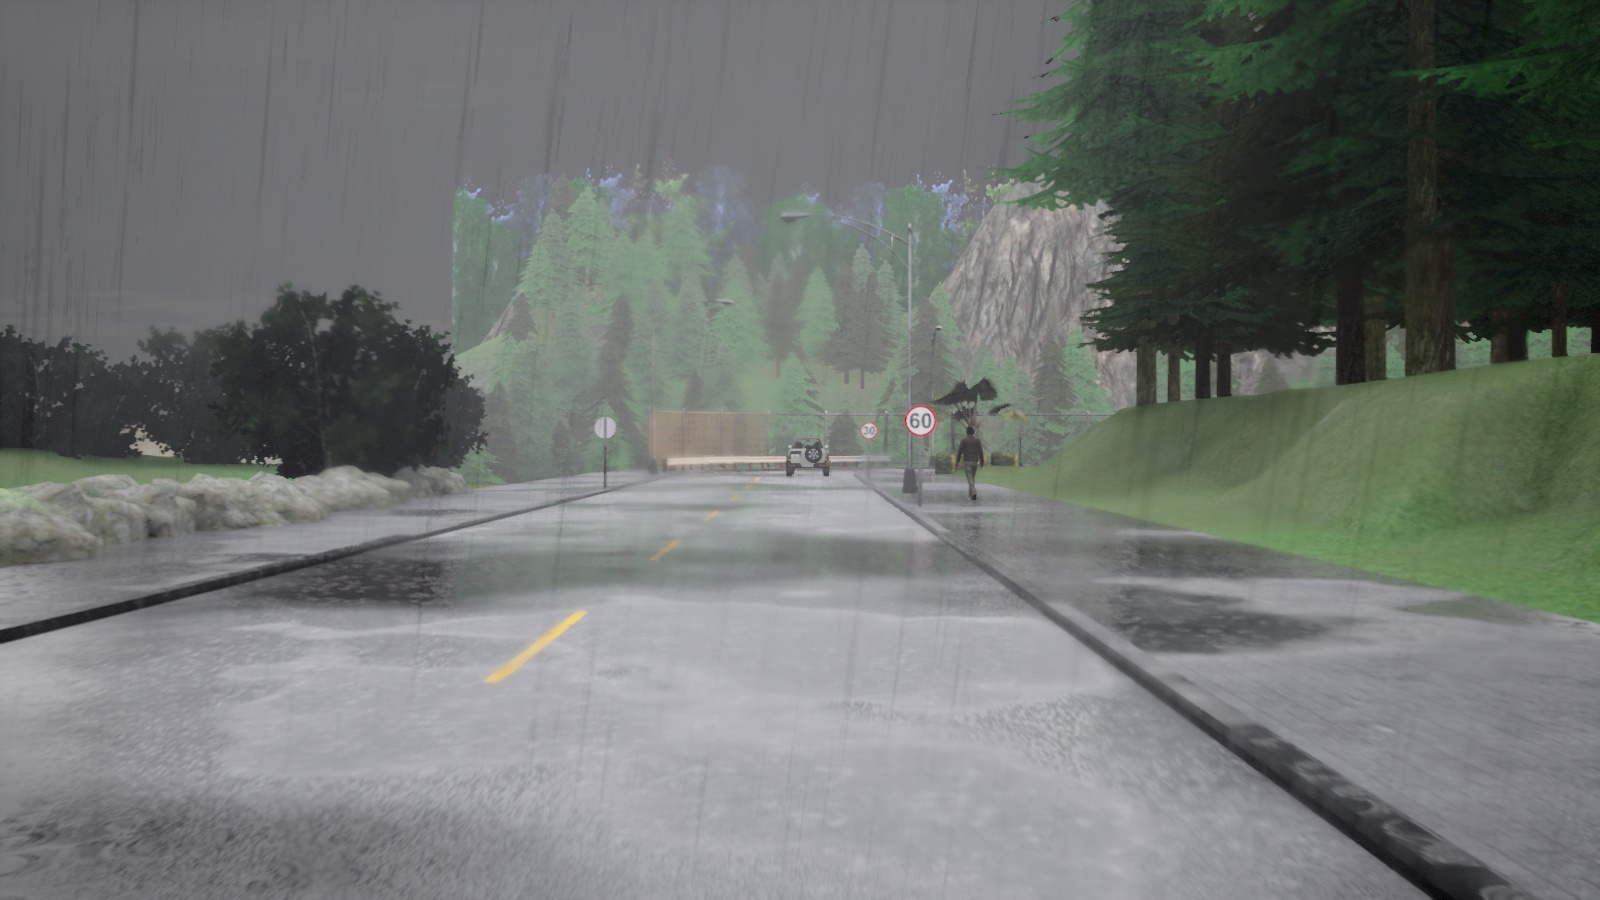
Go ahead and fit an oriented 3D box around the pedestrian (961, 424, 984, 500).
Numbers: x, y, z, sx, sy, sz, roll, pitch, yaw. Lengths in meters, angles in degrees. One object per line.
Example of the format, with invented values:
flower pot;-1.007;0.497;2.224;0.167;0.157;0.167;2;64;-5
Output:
pedestrian;4.199;0.287;30.637;0.431;1.840;0.703;0;0;-3

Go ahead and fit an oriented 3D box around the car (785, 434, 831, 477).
car;0.396;0.242;57.111;1.932;1.855;4.605;0;0;2
